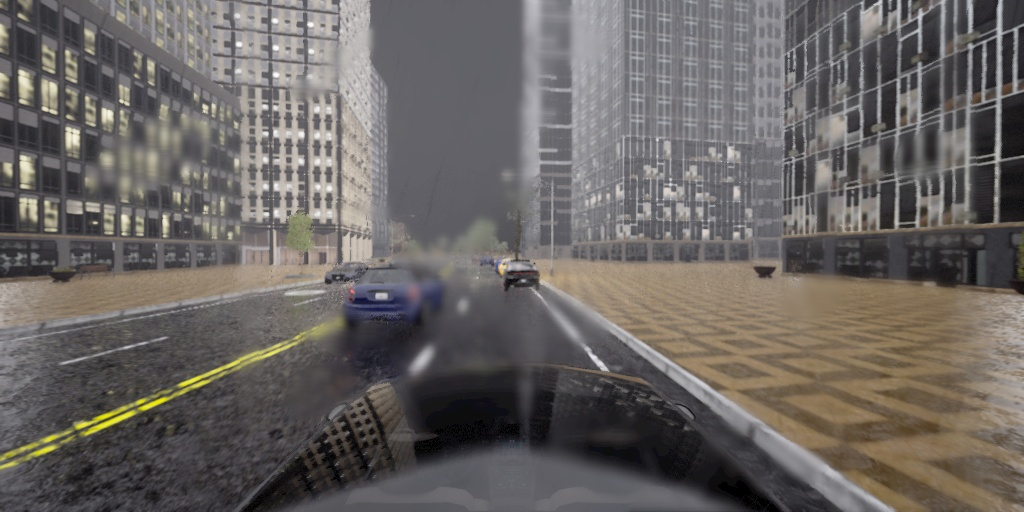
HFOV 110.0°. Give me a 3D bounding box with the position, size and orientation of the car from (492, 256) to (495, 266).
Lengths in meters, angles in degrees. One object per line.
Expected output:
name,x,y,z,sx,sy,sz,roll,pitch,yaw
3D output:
car,-0.760,0.890,36.411,1.882,1.535,5.008,0,1,-6

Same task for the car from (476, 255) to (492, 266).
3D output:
car,-3.759,0.603,53.715,2.097,1.767,4.553,0,0,-9

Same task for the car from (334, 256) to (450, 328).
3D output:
car,-3.349,1.012,11.187,2.097,1.767,4.553,0,1,-1

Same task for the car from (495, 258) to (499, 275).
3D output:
car,-0.238,0.924,30.529,1.801,1.575,5.366,0,1,-5

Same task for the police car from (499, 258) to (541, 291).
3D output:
police car,0.449,0.992,20.313,1.930,1.638,5.238,0,1,-3

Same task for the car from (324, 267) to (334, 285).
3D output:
car,-10.633,1.109,23.638,1.994,1.385,4.181,0,1,-4

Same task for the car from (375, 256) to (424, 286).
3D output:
car,-7.403,0.890,24.026,2.097,1.767,4.553,0,1,-4
